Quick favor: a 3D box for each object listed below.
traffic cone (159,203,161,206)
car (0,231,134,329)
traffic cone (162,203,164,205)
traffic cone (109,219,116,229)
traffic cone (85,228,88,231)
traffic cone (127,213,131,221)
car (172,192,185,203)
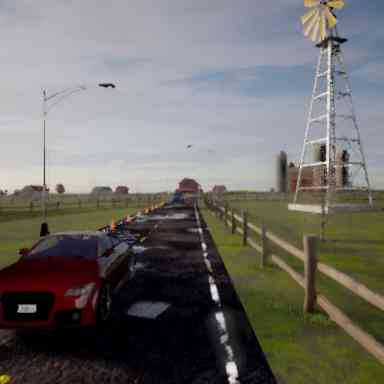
[{"bbox_3d":[-4.770,1.833,44.944,0.340,0.580,0.340,0,0,0],"label":"traffic cone"},{"bbox_3d":[-2.456,1.543,6.944,1.994,1.385,4.181,0,0,0],"label":"car"},{"bbox_3d":[-4.776,1.821,49.944,0.340,0.580,0.340,0,0,0],"label":"traffic cone"},{"bbox_3d":[-4.744,1.897,19.942,0.340,0.580,0.340,0,0,0],"label":"traffic cone"},{"bbox_3d":[-4.739,1.911,14.941,0.340,0.580,0.340,0,0,0],"label":"traffic cone"},{"bbox_3d":[-4.750,1.884,24.943,0.340,0.580,0.340,0,0,0],"label":"traffic cone"},{"bbox_3d":[-2.625,1.054,62.999,2.150,2.045,5.566,0,0,-3],"label":"car"}]
